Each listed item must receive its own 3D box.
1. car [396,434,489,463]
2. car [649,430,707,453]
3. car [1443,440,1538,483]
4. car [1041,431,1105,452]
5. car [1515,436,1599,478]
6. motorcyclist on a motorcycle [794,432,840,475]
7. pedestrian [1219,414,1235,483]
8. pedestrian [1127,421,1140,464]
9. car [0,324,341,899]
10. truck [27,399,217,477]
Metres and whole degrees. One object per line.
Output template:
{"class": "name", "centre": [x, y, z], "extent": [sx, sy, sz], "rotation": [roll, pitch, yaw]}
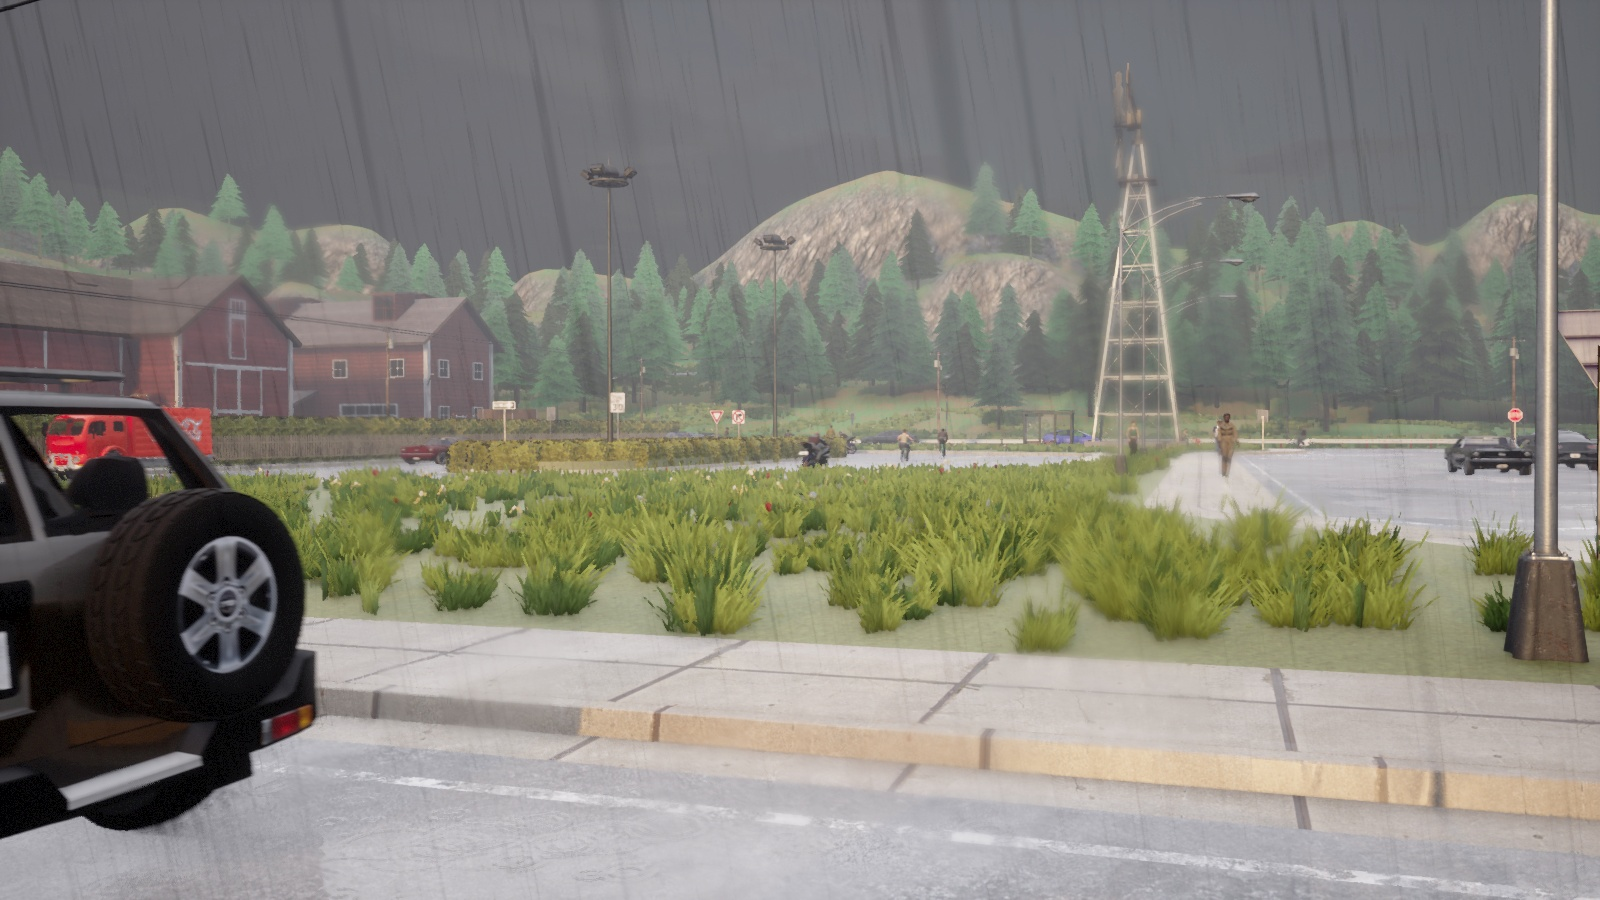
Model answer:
{"class": "car", "centre": [-16.865, -0.089, 59.520], "extent": [1.895, 1.301, 4.718], "rotation": [1, 1, 19]}
{"class": "car", "centre": [-8.249, -0.613, 85.232], "extent": [2.128, 1.511, 4.902], "rotation": [1, 1, 18]}
{"class": "car", "centre": [22.940, 0.342, 41.896], "extent": [1.895, 1.301, 4.718], "rotation": [1, 1, 18]}
{"class": "car", "centre": [20.738, -0.677, 95.440], "extent": [4.514, 1.525, 2.007], "rotation": [1, 1, 19]}
{"class": "car", "centre": [28.162, 0.210, 46.706], "extent": [1.812, 1.442, 4.674], "rotation": [1, 1, 18]}
{"class": "motorcyclist on a motorcycle", "centre": [0.637, 0.124, 46.218], "extent": [0.866, 1.530, 2.191], "rotation": [0, 1, 25]}
{"class": "pedestrian", "centre": [12.060, -0.041, 35.492], "extent": [0.396, 1.930, 0.692], "rotation": [0, 1, 17]}
{"class": "pedestrian", "centre": [14.305, -0.319, 53.834], "extent": [0.345, 1.836, 0.594], "rotation": [0, 1, -4]}
{"class": "car", "centre": [-4.263, 0.553, 4.627], "extent": [4.605, 1.855, 1.932], "rotation": [1, 1, 18]}
{"class": "truck", "centre": [-22.652, -0.422, 42.235], "extent": [2.627, 2.467, 5.204], "rotation": [1, 1, 19]}
